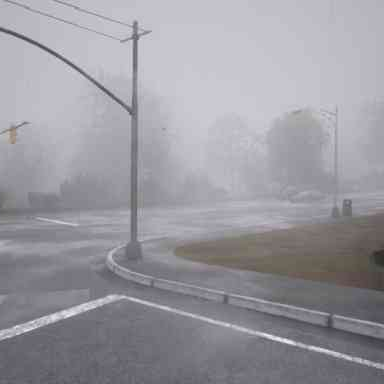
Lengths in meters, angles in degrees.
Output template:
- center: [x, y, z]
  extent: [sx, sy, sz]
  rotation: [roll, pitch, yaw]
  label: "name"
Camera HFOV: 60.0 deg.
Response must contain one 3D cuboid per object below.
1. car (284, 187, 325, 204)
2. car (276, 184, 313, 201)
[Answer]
- center: [13.358, 0.527, 38.499]
  extent: [4.674, 1.442, 1.812]
  rotation: [-4, 2, -31]
  label: "car"
- center: [13.371, 0.065, 42.606]
  extent: [5.566, 2.045, 2.150]
  rotation: [-4, 2, -30]
  label: "car"
